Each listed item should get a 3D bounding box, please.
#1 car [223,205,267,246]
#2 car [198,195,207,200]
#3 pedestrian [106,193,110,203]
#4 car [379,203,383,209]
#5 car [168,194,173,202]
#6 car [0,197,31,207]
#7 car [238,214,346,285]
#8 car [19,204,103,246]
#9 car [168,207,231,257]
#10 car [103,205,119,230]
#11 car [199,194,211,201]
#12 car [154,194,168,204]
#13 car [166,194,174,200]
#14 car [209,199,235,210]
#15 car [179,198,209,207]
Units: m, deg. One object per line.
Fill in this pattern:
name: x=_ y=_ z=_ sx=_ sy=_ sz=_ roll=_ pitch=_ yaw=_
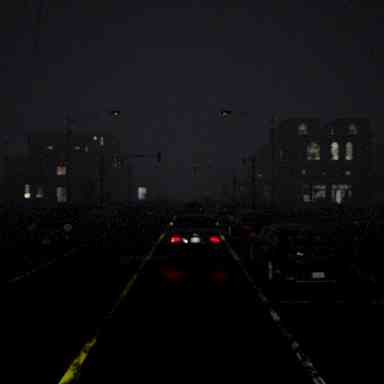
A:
car: x=2.696 y=1.517 z=14.959 sx=1.887 sy=1.381 sz=4.507 roll=0 pitch=0 yaw=0
car: x=2.707 y=1.397 z=86.343 sx=2.008 sy=1.369 sz=4.403 roll=0 pitch=0 yaw=0
pedestrian: x=-12.544 y=1.039 z=49.882 sx=0.375 sy=1.860 sz=0.375 roll=0 pitch=0 yaw=1
car: x=23.651 y=1.609 z=37.960 sx=4.206 sy=1.307 sz=1.802 roll=0 pitch=0 yaw=1
car: x=-5.677 y=1.424 z=69.791 sx=2.008 sy=1.369 sz=4.403 roll=0 pitch=0 yaw=0
car: x=-25.444 y=1.357 z=47.139 sx=4.829 sy=1.417 sz=1.752 roll=0 pitch=0 yaw=1
car: x=2.695 y=1.533 z=9.267 sx=2.008 sy=1.369 sz=4.403 roll=0 pitch=0 yaw=0
car: x=-5.684 y=1.413 z=14.977 sx=1.967 sy=1.590 sz=4.097 roll=0 pitch=0 yaw=0
car: x=0.100 y=1.524 z=12.785 sx=2.033 sy=1.411 sz=5.357 roll=0 pitch=0 yaw=0
car: x=-5.684 y=1.513 z=20.670 sx=2.008 sy=1.369 sz=4.403 roll=0 pitch=0 yaw=0
car: x=2.702 y=1.458 z=58.733 sx=1.947 sy=1.339 sz=4.313 roll=0 pitch=0 yaw=0
car: x=-5.678 y=1.475 z=58.748 sx=1.802 sy=1.307 sz=4.206 roll=0 pitch=0 yaw=0
car: x=-5.674 y=1.372 z=86.188 sx=1.752 sy=1.417 sz=4.829 roll=0 pitch=0 yaw=0
car: x=2.698 y=1.502 z=26.343 sx=2.008 sy=1.369 sz=4.403 roll=0 pitch=0 yaw=0
car: x=0.103 y=1.456 z=26.140 sx=1.837 sy=1.490 sz=4.892 roll=0 pitch=0 yaw=0
